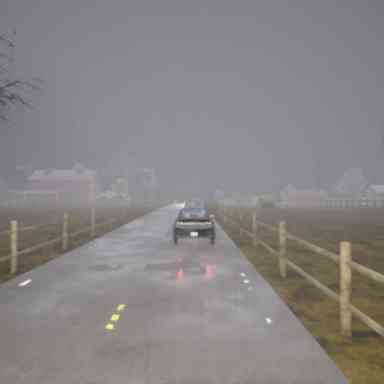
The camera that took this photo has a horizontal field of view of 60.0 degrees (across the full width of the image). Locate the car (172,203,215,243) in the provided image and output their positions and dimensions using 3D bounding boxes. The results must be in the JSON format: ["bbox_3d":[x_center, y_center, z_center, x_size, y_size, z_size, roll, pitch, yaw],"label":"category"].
[{"bbox_3d":[0.087,1.510,16.021,2.128,1.511,4.902,0,0,0],"label":"car"}]

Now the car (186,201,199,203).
[{"bbox_3d":[0.076,1.630,35.195,2.033,1.411,5.357,0,0,0],"label":"car"}]
